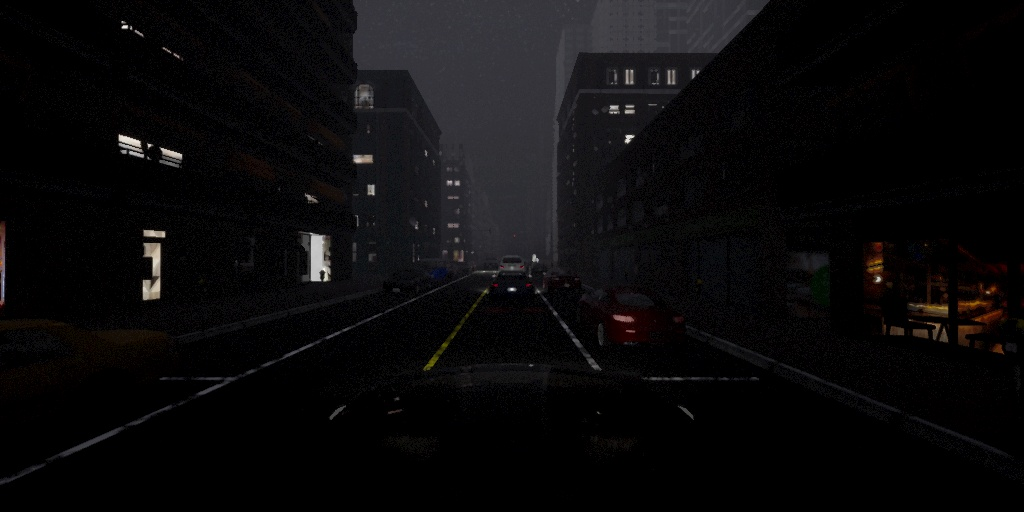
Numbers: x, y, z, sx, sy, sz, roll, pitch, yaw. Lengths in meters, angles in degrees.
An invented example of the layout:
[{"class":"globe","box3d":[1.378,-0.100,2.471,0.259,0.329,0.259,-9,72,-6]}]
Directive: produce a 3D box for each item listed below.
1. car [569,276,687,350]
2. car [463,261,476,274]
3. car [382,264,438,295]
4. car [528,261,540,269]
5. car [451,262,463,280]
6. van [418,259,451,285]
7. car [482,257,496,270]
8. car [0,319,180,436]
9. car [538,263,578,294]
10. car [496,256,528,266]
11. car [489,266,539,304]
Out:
[{"class":"car","box3d":[2.692,1.330,8.772,1.802,1.307,4.207,0,0,0]},{"class":"car","box3d":[-5.689,1.328,41.924,1.948,1.339,4.313,0,0,0]},{"class":"car","box3d":[-5.689,1.318,19.831,1.948,1.339,4.313,0,0,0]},{"class":"car","box3d":[2.692,1.325,36.389,1.948,1.339,4.313,0,0,0]},{"class":"car","box3d":[-5.689,1.302,30.878,1.888,1.381,4.507,0,0,0]},{"class":"van","box3d":[-5.689,1.095,25.354,1.690,1.789,3.998,0,0,0]},{"class":"car","box3d":[-3.000,1.098,52.472,2.150,2.045,5.566,0,0,0]},{"class":"car","box3d":[-5.688,1.272,3.091,1.751,1.417,4.829,0,0,0]},{"class":"car","box3d":[2.692,1.297,19.818,1.888,1.381,4.507,0,0,0]},{"class":"car","box3d":[0.000,1.016,31.531,2.150,2.045,5.566,0,0,0]},{"class":"car","box3d":[0.000,1.324,16.500,1.994,1.385,4.181,0,0,0]}]
